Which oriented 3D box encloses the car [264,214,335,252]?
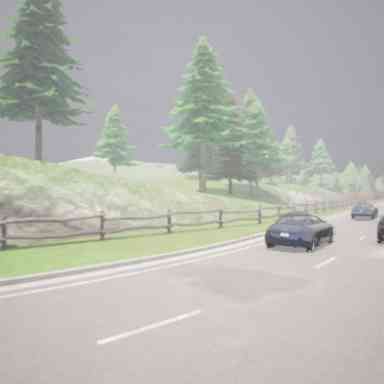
[{"bbox_3d":[4.814,1.639,14.574,1.994,1.385,4.181,0,0,37],"label":"car"}]

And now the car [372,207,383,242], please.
[{"bbox_3d":[10.162,1.567,15.984,1.837,1.490,4.892,0,0,36],"label":"car"}]

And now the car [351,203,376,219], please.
[{"bbox_3d":[15.736,1.677,30.199,2.033,1.411,5.357,0,0,34],"label":"car"}]
